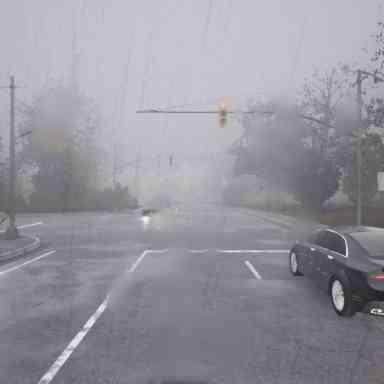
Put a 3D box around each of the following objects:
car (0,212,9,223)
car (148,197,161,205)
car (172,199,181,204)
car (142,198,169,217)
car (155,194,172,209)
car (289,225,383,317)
[{"bbox_3d":[-15.474,1.675,23.045,4.718,1.301,1.895,-1,0,-3],"label":"car"},{"bbox_3d":[-8.217,2.004,72.798,2.097,1.767,4.553,0,-1,-16],"label":"car"},{"bbox_3d":[-4.368,2.432,83.174,1.895,1.301,4.718,0,-1,-22],"label":"car"},{"bbox_3d":[-3.650,1.552,32.224,2.033,1.411,5.357,0,0,-1],"label":"car"},{"bbox_3d":[-4.197,1.338,46.650,2.150,2.045,5.566,0,-1,-4],"label":"car"},{"bbox_3d":[3.599,1.505,7.441,1.837,1.490,4.892,0,0,1],"label":"car"}]
